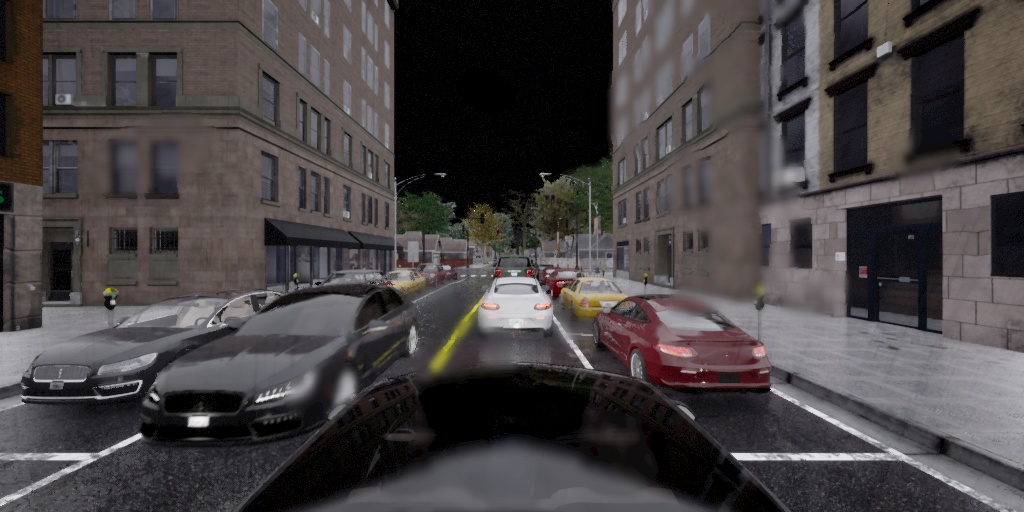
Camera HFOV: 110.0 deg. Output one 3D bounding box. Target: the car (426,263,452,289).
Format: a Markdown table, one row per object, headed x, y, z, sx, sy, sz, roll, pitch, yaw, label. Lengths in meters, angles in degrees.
| x | y | z | sx | sy | sz | roll | pitch | yaw | label |
| --- | --- | --- | --- | --- | --- | --- | --- | --- | --- |
| -5.377 | 1.198 | 22.989 | 1.967 | 1.591 | 4.097 | 0 | 0 | 0 | car |

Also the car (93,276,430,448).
| x | y | z | sx | sy | sz | roll | pitch | yaw | label |
| --- | --- | --- | --- | --- | --- | --- | --- | --- | --- |
| -2.848 | 1.255 | 5.690 | 1.837 | 1.490 | 4.892 | 0 | 0 | 0 | car |

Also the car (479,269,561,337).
| x | y | z | sx | sy | sz | roll | pitch | yaw | label |
| --- | --- | --- | --- | --- | --- | --- | --- | --- | --- |
| 0.103 | 1.277 | 10.152 | 1.812 | 1.442 | 4.674 | 0 | 0 | 0 | car |

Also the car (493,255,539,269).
| x | y | z | sx | sy | sz | roll | pitch | yaw | label |
| --- | --- | --- | --- | --- | --- | --- | --- | --- | --- |
| 0.110 | 0.978 | 19.915 | 2.150 | 2.045 | 5.566 | 0 | 0 | 0 | car |

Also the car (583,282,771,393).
| x | y | z | sx | sy | sz | roll | pitch | yaw | label |
| --- | --- | --- | --- | --- | --- | --- | --- | --- | --- |
| 2.639 | 1.332 | 6.431 | 1.802 | 1.307 | 4.207 | 0 | 0 | 0 | car |

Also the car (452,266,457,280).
| x | y | z | sx | sy | sz | roll | pitch | yaw | label |
| --- | --- | --- | --- | --- | --- | --- | --- | --- | --- |
| -5.374 | 1.343 | 28.508 | 1.802 | 1.307 | 4.207 | 0 | 0 | 0 | car |

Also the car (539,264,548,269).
| x | y | z | sx | sy | sz | roll | pitch | yaw | label |
| --- | --- | --- | --- | --- | --- | --- | --- | --- | --- |
| 2.648 | 1.340 | 22.986 | 1.802 | 1.307 | 4.207 | 0 | 0 | 0 | car |

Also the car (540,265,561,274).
| x | y | z | sx | sy | sz | roll | pitch | yaw | label |
| --- | --- | --- | --- | --- | --- | --- | --- | --- | --- |
| 2.645 | 1.300 | 17.468 | 1.888 | 1.381 | 4.507 | 0 | 0 | 0 | car |

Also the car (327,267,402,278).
| x | y | z | sx | sy | sz | roll | pitch | yaw | label |
| --- | --- | --- | --- | --- | --- | --- | --- | --- | --- |
| -5.383 | 1.192 | 11.951 | 1.967 | 1.591 | 4.097 | 0 | 0 | 0 | car |

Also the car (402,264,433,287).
| x | y | z | sx | sy | sz | roll | pitch | yaw | label |
| --- | --- | --- | --- | --- | --- | --- | --- | --- | --- |
| -5.380 | 1.280 | 17.300 | 1.751 | 1.417 | 4.829 | 0 | 0 | 0 | car |

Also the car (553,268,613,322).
| x | y | z | sx | sy | sz | roll | pitch | yaw | label |
| --- | --- | --- | --- | --- | --- | --- | --- | --- | --- |
| 2.642 | 1.278 | 12.120 | 1.751 | 1.417 | 4.829 | 0 | 0 | 0 | car |

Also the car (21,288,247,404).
| x | y | z | sx | sy | sz | roll | pitch | yaw | label |
| --- | --- | --- | --- | --- | --- | --- | --- | --- | --- |
| -5.386 | 1.301 | 6.433 | 2.007 | 1.370 | 4.403 | 0 | 0 | 0 | car |
